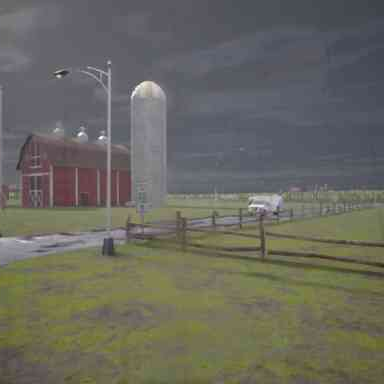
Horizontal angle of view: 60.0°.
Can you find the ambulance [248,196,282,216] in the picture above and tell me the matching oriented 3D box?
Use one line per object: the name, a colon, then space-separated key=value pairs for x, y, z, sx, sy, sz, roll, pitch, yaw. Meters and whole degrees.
ambulance: x=9.158 y=1.706 z=41.479 sx=2.351 sy=2.431 sz=6.366 roll=-1 pitch=-1 yaw=35
